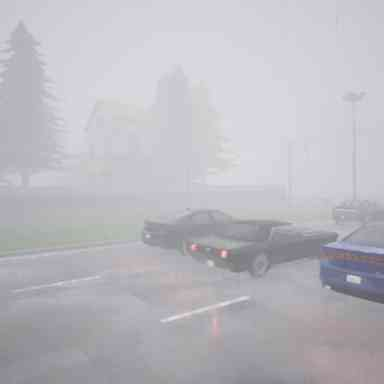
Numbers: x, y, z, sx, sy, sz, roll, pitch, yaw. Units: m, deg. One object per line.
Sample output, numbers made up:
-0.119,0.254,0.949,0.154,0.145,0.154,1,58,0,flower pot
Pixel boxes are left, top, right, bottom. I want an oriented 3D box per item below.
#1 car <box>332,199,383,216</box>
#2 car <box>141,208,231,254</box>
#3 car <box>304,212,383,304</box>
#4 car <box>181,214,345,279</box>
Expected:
10.291,1.168,19.776,4.902,1.511,2.128,-1,1,-36,car
0.502,1.352,12.747,5.008,1.535,1.882,0,0,-36,car
4.855,1.346,7.265,5.008,1.535,1.882,-1,1,-35,car
2.257,1.480,9.690,4.718,1.301,1.895,-1,1,-36,car
